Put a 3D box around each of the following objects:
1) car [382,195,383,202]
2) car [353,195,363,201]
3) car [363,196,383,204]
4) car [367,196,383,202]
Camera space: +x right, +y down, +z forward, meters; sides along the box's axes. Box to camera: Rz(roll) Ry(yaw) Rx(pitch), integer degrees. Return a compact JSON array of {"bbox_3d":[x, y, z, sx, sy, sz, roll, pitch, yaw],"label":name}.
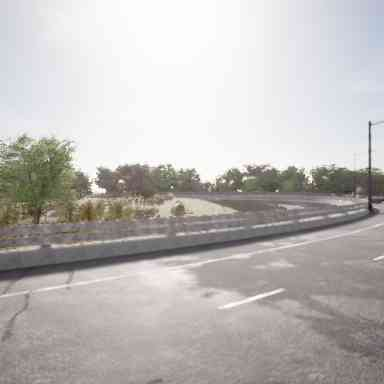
[{"bbox_3d":[46.629,1.569,77.785,2.128,1.511,4.902,0,0,5],"label":"car"},{"bbox_3d":[39.692,1.570,78.721,1.837,1.490,4.892,0,0,5],"label":"car"},{"bbox_3d":[38.157,1.719,69.847,1.812,1.442,4.674,0,0,11],"label":"car"},{"bbox_3d":[43.163,1.652,78.283,1.895,1.301,4.718,0,0,5],"label":"car"}]
